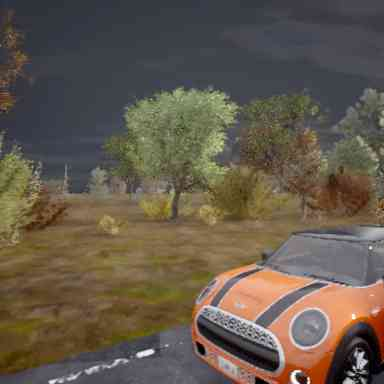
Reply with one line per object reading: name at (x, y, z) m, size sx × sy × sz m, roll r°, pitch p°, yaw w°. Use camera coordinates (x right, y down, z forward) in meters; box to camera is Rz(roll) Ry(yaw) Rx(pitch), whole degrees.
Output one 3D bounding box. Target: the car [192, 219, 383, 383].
car at (2.199, 1.358, 5.069) m, size 4.553 × 1.767 × 2.097 m, roll 0°, pitch 0°, yaw -37°
